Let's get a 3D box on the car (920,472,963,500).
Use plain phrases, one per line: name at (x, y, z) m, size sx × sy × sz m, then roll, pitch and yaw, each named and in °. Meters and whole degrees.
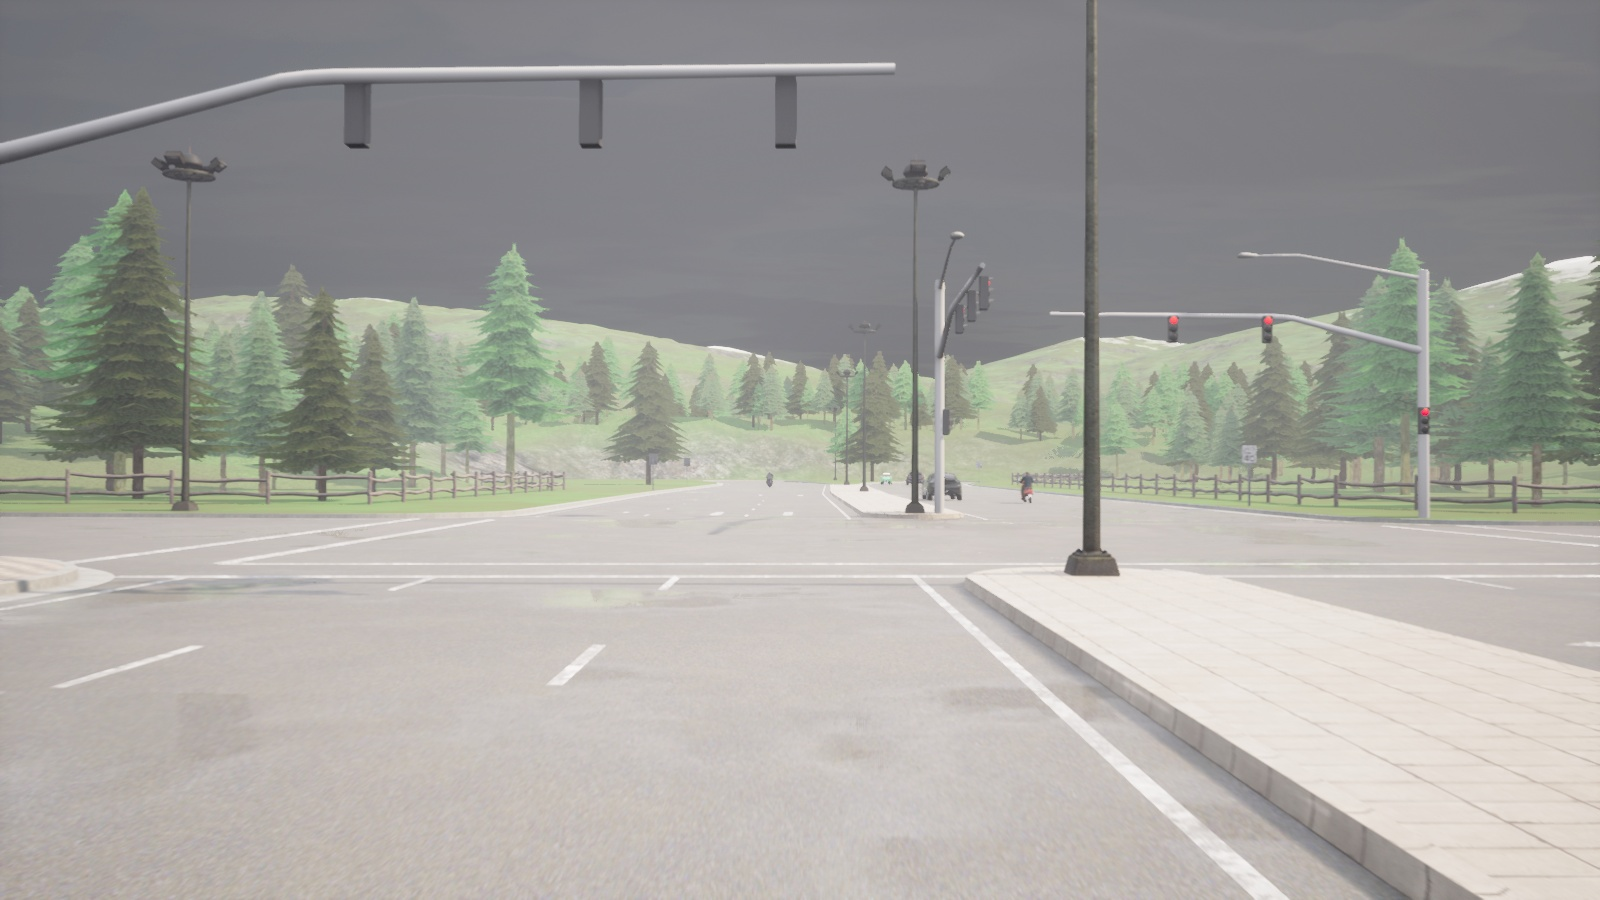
car at (7.831, 1.955, 69.741) m, size 1.837 × 1.490 × 4.892 m, roll 0°, pitch -1°, yaw 0°
